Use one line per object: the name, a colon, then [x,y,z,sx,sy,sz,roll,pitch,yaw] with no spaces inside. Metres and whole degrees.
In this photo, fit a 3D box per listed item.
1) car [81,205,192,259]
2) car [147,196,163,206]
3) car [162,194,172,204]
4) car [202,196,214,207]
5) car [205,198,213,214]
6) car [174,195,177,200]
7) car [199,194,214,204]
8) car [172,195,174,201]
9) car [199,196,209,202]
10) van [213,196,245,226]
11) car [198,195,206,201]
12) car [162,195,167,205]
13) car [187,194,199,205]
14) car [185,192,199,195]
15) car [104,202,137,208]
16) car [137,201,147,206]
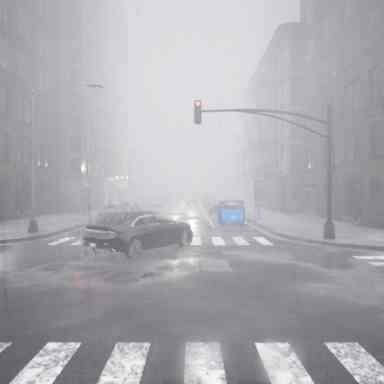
car: [-1.849,1.486,12.668,2.128,1.511,4.902,1,0,34]
car: [-5.380,1.515,45.724,1.752,1.417,4.829,0,0,0]
car: [-5.377,1.542,62.939,1.947,1.339,4.313,0,0,0]
car: [2.645,1.572,45.899,1.802,1.307,4.206,0,0,0]
car: [2.643,1.577,34.536,1.802,1.307,4.206,0,0,0]
car: [-5.374,1.402,79.985,1.967,1.590,4.097,0,0,0]
car: [2.646,1.300,51.580,2.192,1.841,5.009,0,0,0]
car: [-5.376,1.286,68.621,2.192,1.841,5.009,0,0,0]
car: [2.650,1.517,74.305,2.008,1.369,4.403,0,0,0]
van: [2.641,1.338,23.174,1.690,1.788,3.998,0,0,0]
car: [2.652,1.523,85.668,1.947,1.339,4.313,0,0,0]
car: [-5.379,1.551,51.576,1.947,1.339,4.313,0,0,0]
car: [0.113,1.506,57.254,1.812,1.442,4.674,0,0,0]
car: [0.106,1.324,67.084,2.097,1.767,4.553,0,0,-2]
car: [-5.384,1.547,23.166,2.008,1.369,4.403,0,0,0]
car: [-5.383,1.540,28.848,1.887,1.381,4.507,0,0,0]
